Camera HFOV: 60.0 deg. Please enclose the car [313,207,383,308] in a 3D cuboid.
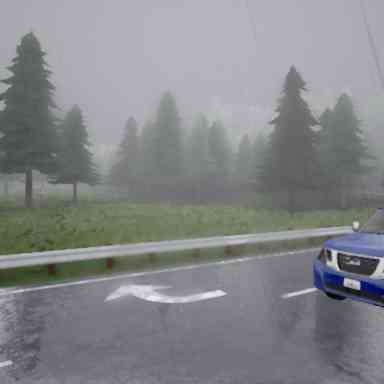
[{"bbox_3d":[5.132,1.277,7.326,5.566,2.045,2.150,0,0,-33],"label":"car"}]
